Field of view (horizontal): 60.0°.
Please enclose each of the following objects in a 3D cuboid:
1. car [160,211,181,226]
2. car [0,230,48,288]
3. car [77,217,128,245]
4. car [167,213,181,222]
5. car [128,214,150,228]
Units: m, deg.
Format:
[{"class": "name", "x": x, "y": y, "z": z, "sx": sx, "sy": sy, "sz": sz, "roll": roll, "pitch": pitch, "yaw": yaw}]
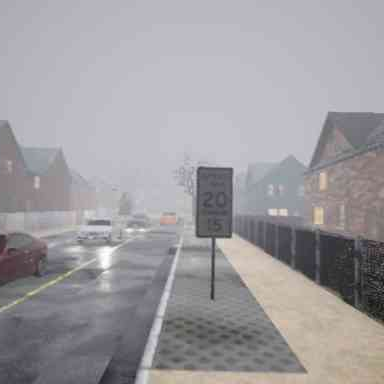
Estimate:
[{"class": "car", "x": -2.641, "y": 3.150, "z": 40.851, "sx": 2.097, "sy": 1.767, "sz": 4.553, "roll": 1, "pitch": -3, "yaw": 0}, {"class": "car", "x": -5.357, "y": 1.758, "z": 8.735, "sx": 1.812, "sy": 1.442, "sz": 4.674, "roll": 2, "pitch": -3, "yaw": -2}, {"class": "car", "x": -5.458, "y": 2.285, "z": 20.250, "sx": 1.812, "sy": 1.442, "sz": 4.674, "roll": 1, "pitch": -3, "yaw": 0}, {"class": "car", "x": -2.746, "y": 3.900, "z": 51.305, "sx": 1.895, "sy": 1.301, "sz": 4.718, "roll": 1, "pitch": -3, "yaw": 0}, {"class": "car", "x": -5.497, "y": 2.990, "z": 34.886, "sx": 2.033, "sy": 1.411, "sz": 5.357, "roll": 1, "pitch": -3, "yaw": 0}]
